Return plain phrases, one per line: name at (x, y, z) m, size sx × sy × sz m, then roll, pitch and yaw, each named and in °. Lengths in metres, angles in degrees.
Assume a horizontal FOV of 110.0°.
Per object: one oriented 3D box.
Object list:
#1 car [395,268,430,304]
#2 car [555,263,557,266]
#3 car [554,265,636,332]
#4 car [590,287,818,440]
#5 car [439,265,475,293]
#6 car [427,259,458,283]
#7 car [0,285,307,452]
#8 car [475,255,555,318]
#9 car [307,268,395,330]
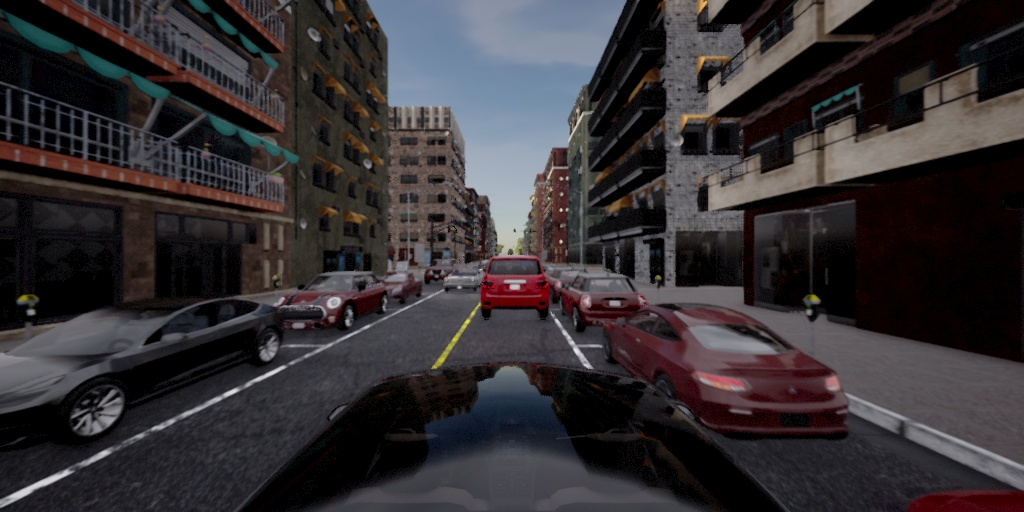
car at (-5.299, 1.367, 16.514) m, size 1.802 × 1.307 × 4.207 m, roll 0°, pitch 0°, yaw 0°
car at (2.581, 1.224, 16.505) m, size 1.967 × 1.591 × 4.097 m, roll 0°, pitch 0°, yaw 0°
car at (2.575, 1.211, 10.911) m, size 1.967 × 1.591 × 4.097 m, roll 0°, pitch 0°, yaw 0°
car at (2.569, 1.340, 5.317) m, size 1.802 × 1.307 × 4.207 m, roll 0°, pitch 0°, yaw 0°
car at (-2.822, 1.397, 21.531) m, size 1.895 × 1.301 × 4.718 m, roll 0°, pitch 0°, yaw 0°
car at (-5.287, 1.125, 27.703) m, size 2.192 × 1.841 × 5.009 m, roll 0°, pitch 0°, yaw 0°
car at (-5.311, 1.325, 5.325) m, size 1.948 × 1.339 × 4.313 m, roll 0°, pitch 0°, yaw 0°
car at (0.098, 0.999, 13.149) m, size 2.150 × 2.045 × 5.566 m, roll 0°, pitch 0°, yaw 0°
car at (-5.305, 1.212, 10.919) m, size 1.967 × 1.591 × 4.097 m, roll 0°, pitch 0°, yaw 0°
